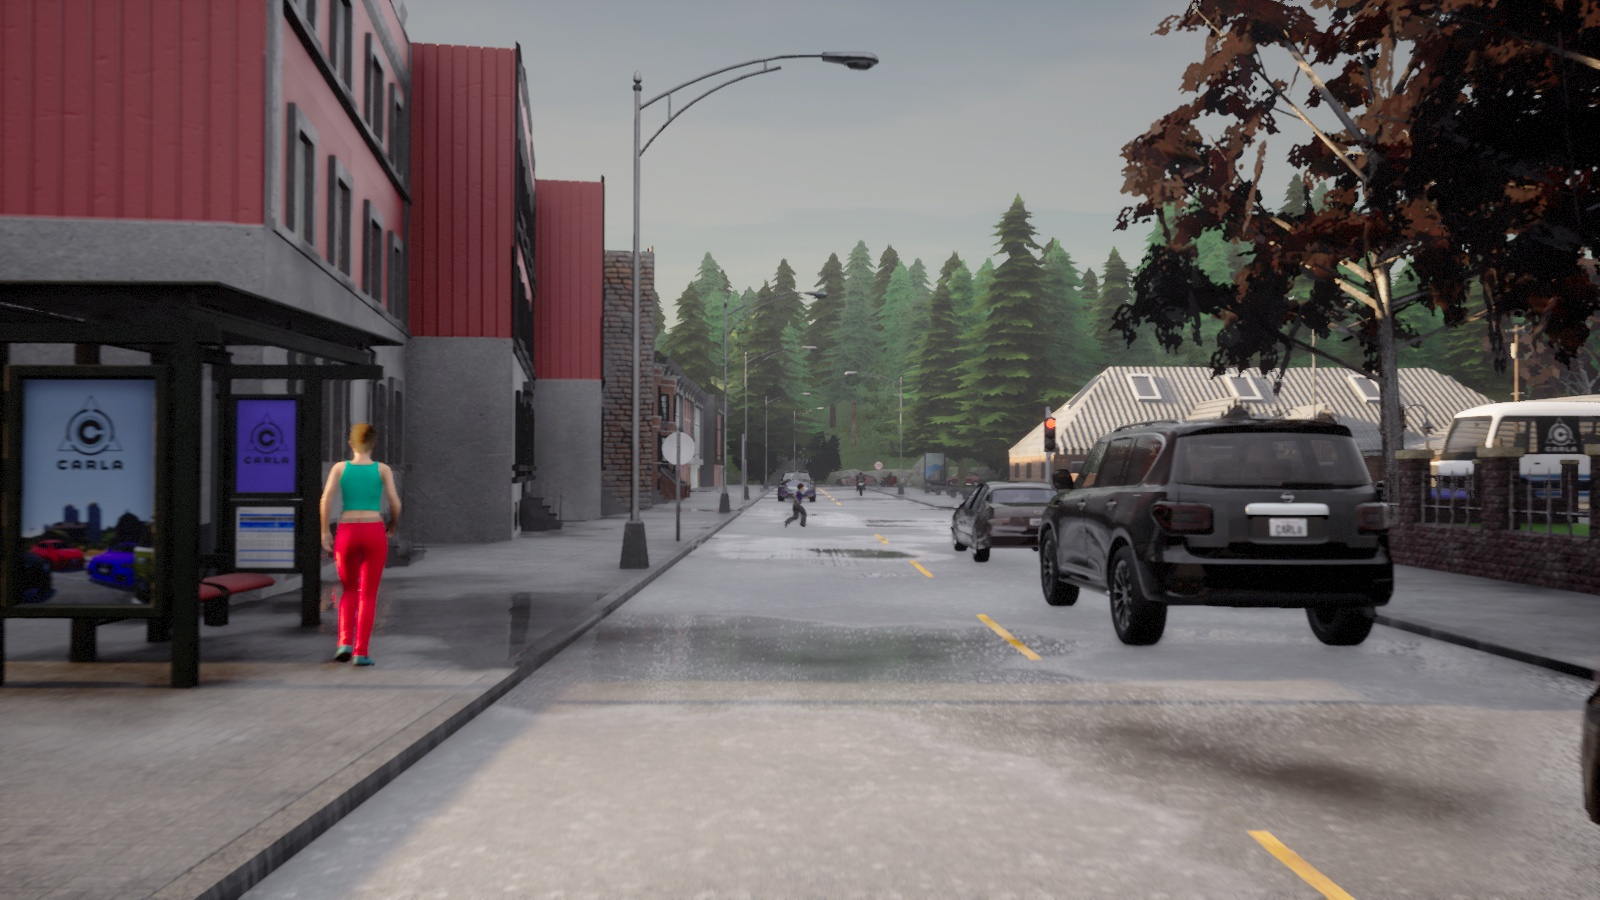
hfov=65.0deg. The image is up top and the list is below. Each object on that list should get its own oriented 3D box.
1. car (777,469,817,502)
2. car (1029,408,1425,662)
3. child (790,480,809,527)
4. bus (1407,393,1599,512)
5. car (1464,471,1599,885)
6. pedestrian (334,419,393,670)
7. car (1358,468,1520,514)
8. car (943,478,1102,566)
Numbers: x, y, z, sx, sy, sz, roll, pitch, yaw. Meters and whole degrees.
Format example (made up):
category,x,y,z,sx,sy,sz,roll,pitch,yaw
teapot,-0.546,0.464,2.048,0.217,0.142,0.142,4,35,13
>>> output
category,x,y,z,sx,sy,sz,roll,pitch,yaw
car,-0.159,1.838,65.290,2.033,1.649,4.856,0,-1,0
car,3.971,0.735,12.964,2.150,2.045,5.566,0,-1,0
child,-0.015,1.442,33.928,0.437,1.263,0.270,0,-1,-23
bus,28.936,0.113,47.245,10.273,4.253,3.944,0,-1,0
car,3.992,0.806,3.061,2.128,1.511,4.902,0,-1,0
pedestrian,-3.308,0.695,9.535,0.345,1.836,0.594,0,-1,-12
car,21.882,1.396,43.134,4.514,1.525,2.007,0,-1,-1
car,3.936,1.234,23.178,2.033,1.411,5.357,0,-1,0
